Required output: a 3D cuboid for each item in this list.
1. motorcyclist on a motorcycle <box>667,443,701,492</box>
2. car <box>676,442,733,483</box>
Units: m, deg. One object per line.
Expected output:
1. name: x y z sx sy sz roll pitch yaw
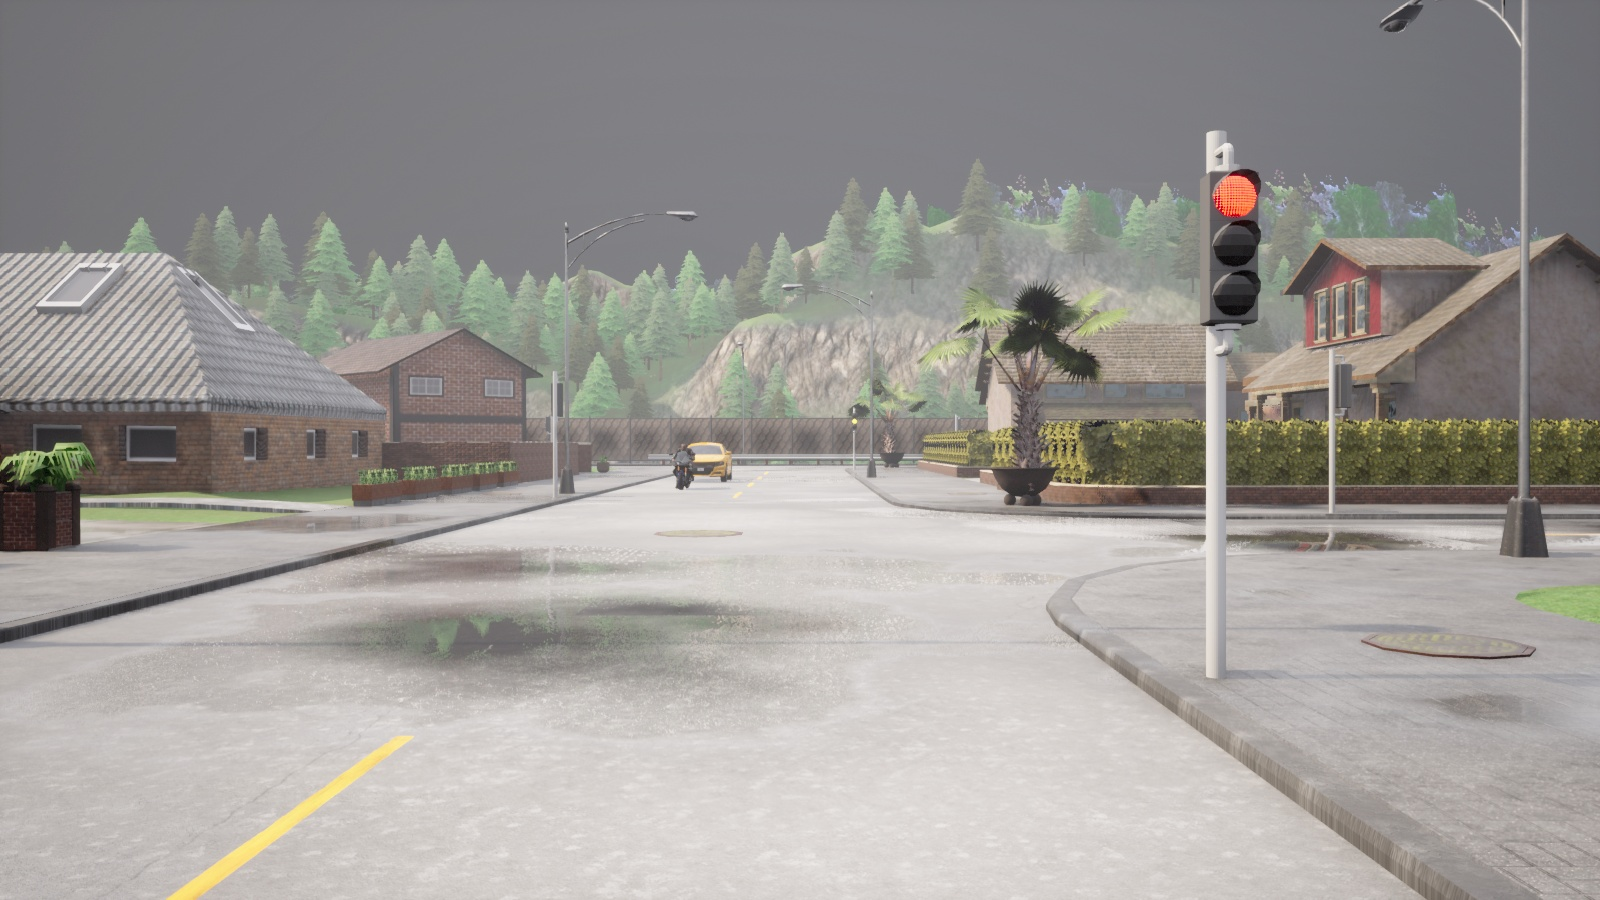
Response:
1. motorcyclist on a motorcycle: -3.750 0.549 40.694 0.866 1.530 2.191 0 0 1
2. car: -3.719 0.441 49.599 1.882 1.535 5.008 0 0 0
